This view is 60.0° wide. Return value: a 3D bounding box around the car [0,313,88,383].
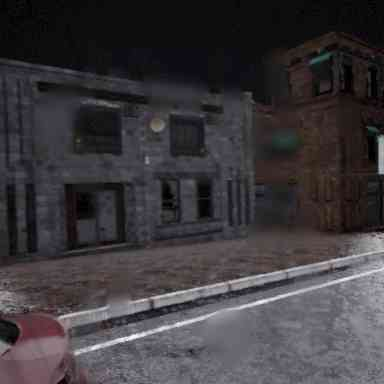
[{"bbox_3d":[-2.969,1.527,1.754,4.674,1.442,1.812,0,0,-35],"label":"car"}]
